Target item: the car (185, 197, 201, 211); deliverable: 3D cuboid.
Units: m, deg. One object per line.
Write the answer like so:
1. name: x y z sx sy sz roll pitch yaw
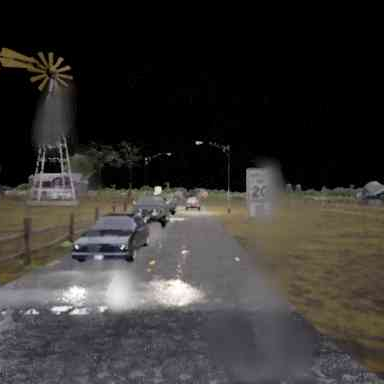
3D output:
1. car: 0.123 1.539 41.061 2.033 1.411 5.357 0 0 0

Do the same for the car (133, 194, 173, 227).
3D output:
1. car: -2.711 1.202 22.735 2.150 2.045 5.566 0 0 -1

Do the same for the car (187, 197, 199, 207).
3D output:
1. car: 0.123 1.538 51.534 1.812 1.442 4.674 0 0 0

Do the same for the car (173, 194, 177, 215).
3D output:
1. car: -2.696 1.207 33.519 2.150 2.045 5.566 0 0 1

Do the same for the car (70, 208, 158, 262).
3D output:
1. car: -2.710 1.533 12.400 2.033 1.411 5.357 0 0 1
